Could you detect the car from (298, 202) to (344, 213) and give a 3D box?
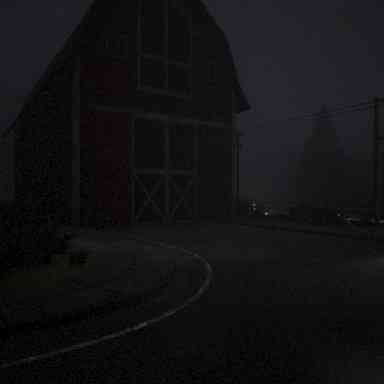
[{"bbox_3d":[11.296,1.627,30.221,1.895,1.301,4.718,0,0,-34],"label":"car"}]

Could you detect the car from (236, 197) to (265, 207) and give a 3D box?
[{"bbox_3d":[6.191,1.379,37.662,2.097,1.767,4.553,0,0,-34],"label":"car"}]
